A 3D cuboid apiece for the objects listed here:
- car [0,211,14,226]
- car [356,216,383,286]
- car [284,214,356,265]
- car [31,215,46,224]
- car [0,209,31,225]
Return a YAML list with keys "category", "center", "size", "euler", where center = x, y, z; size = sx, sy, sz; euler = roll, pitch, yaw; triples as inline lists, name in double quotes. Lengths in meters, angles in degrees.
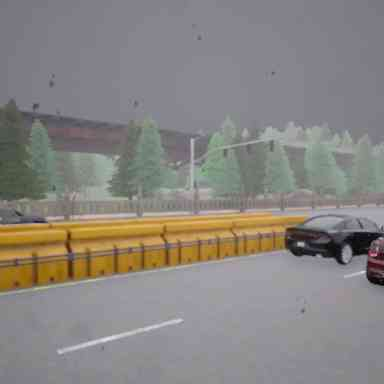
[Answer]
- category: "car"
  center: [-8.603, 1.521, 10.734]
  size: [4.674, 1.442, 1.812]
  euler: [0, 0, -36]
- category: "car"
  center: [6.410, 1.397, 8.361]
  size: [4.553, 1.767, 2.097]
  euler: [0, 0, -35]
- category: "car"
  center: [5.487, 1.529, 11.993]
  size: [5.008, 1.535, 1.882]
  euler: [1, 0, -35]
- category: "car"
  center: [-10.563, 1.608, 17.944]
  size: [4.718, 1.301, 1.895]
  euler: [0, 0, -35]
- category: "car"
  center: [-9.836, 1.506, 14.165]
  size: [4.892, 1.490, 1.837]
  euler: [0, 0, -35]
